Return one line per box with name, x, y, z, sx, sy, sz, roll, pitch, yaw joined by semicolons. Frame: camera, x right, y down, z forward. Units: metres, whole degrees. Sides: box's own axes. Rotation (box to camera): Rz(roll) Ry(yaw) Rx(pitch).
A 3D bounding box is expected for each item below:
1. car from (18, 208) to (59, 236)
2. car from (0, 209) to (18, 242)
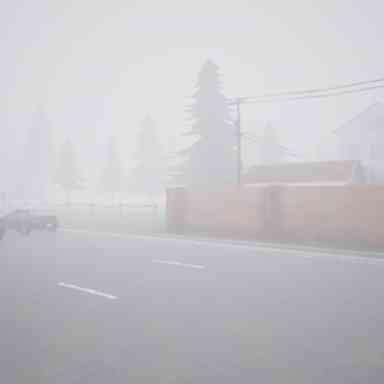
car;-9.663;1.667;19.484;4.674;1.442;1.812;-1;0;36
car;-10.842;1.625;16.025;4.902;1.511;2.128;-1;0;36
